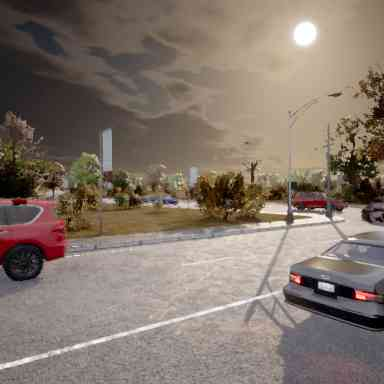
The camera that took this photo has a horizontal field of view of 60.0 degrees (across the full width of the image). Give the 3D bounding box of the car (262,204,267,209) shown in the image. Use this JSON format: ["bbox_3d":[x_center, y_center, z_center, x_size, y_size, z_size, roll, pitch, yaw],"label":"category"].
[{"bbox_3d":[6.240,1.388,39.266,2.033,1.411,5.357,-1,0,-39],"label":"car"}]

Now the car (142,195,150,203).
[{"bbox_3d":[-8.866,1.374,63.695,2.033,1.411,5.357,-1,0,-39],"label":"car"}]

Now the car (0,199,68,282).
[{"bbox_3d":[-6.033,1.222,8.271,5.566,2.045,2.150,0,0,-36],"label":"car"}]

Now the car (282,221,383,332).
[{"bbox_3d":[4.143,1.528,6.719,5.357,1.411,2.033,0,0,-36],"label":"car"}]

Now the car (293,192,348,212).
[{"bbox_3d":[13.660,1.035,35.734,2.150,2.045,5.566,-1,0,-40],"label":"car"}]

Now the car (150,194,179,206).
[{"bbox_3d":[-4.040,1.324,52.022,1.882,1.535,5.008,-1,0,-39],"label":"car"}]

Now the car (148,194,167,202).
[{"bbox_3d":[-7.658,1.258,73.405,1.882,1.535,5.008,-1,0,-38],"label":"car"}]

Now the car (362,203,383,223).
[{"bbox_3d":[13.193,1.430,23.143,1.994,1.385,4.181,0,0,18],"label":"car"}]
